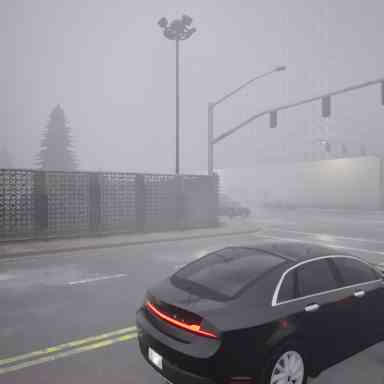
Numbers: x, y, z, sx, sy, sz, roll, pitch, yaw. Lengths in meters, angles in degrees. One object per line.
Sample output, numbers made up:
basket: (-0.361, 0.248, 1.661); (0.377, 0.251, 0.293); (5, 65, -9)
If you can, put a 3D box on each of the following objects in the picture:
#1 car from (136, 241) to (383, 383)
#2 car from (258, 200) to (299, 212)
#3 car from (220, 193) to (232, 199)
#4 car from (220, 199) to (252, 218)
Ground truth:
car: (1.592, 1.505, 4.919); (4.892, 1.490, 1.837); (0, 0, -35)
car: (9.779, 1.545, 38.134); (1.895, 1.301, 4.718); (0, 0, -34)
car: (2.811, 1.167, 35.621); (2.150, 2.045, 5.566); (0, 0, -35)
car: (3.016, 1.545, 29.222); (1.895, 1.301, 4.718); (0, 0, -34)
